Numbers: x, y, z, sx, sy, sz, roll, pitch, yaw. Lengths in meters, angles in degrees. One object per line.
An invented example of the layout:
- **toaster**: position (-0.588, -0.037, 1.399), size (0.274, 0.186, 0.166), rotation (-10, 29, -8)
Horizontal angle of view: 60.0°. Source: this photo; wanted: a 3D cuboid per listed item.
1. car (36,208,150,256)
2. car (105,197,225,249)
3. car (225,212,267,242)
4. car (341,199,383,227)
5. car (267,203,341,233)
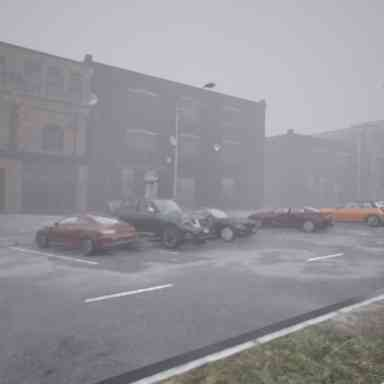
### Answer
- **car**: position (-4.191, 1.517, 13.061), size (4.674, 1.452, 2.002), rotation (-1, -1, 35)
- **car**: position (-1.678, 1.231, 14.773), size (5.566, 2.045, 2.435), rotation (-1, -1, 35)
- **car**: position (0.792, 1.489, 16.489), size (5.008, 1.535, 2.097), rotation (-1, -1, 36)
- **car**: position (10.897, 1.385, 23.118), size (4.553, 1.767, 2.185), rotation (-1, -1, 37)
- **car**: position (5.819, 1.500, 19.833), size (5.008, 1.535, 2.097), rotation (-1, -1, 36)
